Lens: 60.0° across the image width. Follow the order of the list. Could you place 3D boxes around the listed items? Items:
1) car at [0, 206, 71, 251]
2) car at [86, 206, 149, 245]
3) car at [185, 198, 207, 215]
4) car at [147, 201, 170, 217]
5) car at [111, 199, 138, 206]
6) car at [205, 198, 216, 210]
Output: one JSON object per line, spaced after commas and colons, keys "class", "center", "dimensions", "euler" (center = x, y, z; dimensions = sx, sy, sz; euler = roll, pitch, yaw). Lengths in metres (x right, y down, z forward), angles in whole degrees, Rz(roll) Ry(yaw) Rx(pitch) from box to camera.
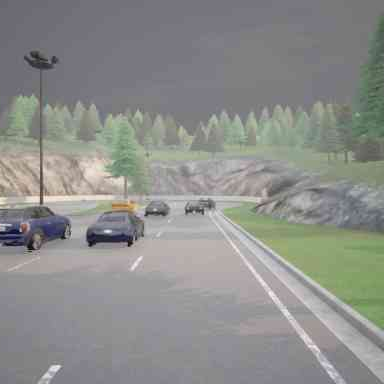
{"class": "car", "center": [-6.900, 1.352, 14.235], "dimensions": [2.097, 1.767, 4.553], "euler": [0, 0, 0]}
{"class": "car", "center": [-3.400, 1.564, 15.442], "dimensions": [1.994, 1.385, 4.181], "euler": [0, 0, 0]}
{"class": "car", "center": [0.328, 1.601, 34.245], "dimensions": [1.895, 1.301, 4.718], "euler": [0, 0, 2]}
{"class": "car", "center": [-3.267, 1.564, 31.940], "dimensions": [1.994, 1.385, 4.181], "euler": [0, 0, 2]}
{"class": "car", "center": [-6.703, 1.478, 33.431], "dimensions": [1.882, 1.535, 5.008], "euler": [0, 0, 2]}
{"class": "car", "center": [1.920, 1.491, 43.462], "dimensions": [2.128, 1.511, 4.902], "euler": [0, 0, 14]}
